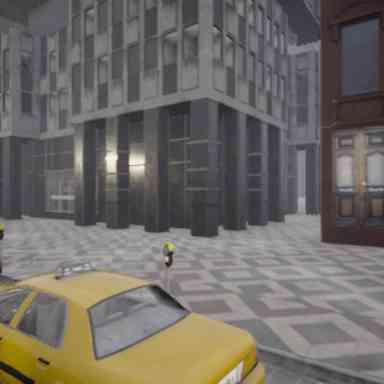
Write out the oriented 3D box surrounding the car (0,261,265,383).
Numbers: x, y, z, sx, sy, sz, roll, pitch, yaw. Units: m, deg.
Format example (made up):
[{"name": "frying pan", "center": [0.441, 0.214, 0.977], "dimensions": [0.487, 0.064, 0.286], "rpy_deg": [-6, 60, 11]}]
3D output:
[{"name": "car", "center": [-1.583, 1.540, 4.086], "dimensions": [4.829, 1.417, 1.752], "rpy_deg": [0, 0, 35]}]
